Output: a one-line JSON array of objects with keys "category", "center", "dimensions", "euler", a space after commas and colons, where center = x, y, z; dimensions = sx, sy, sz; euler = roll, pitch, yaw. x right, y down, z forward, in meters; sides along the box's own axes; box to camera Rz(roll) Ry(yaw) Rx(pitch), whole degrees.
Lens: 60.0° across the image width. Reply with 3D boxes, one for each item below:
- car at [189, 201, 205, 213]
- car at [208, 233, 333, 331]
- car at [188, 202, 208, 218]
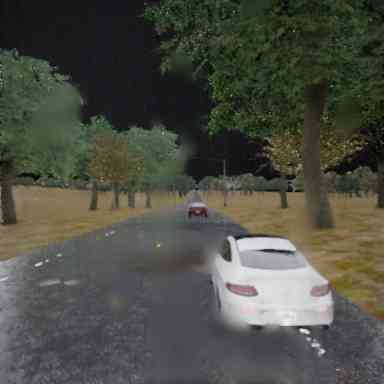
[{"category": "car", "center": [0.705, 2.055, 45.654], "dimensions": [2.128, 1.511, 4.902], "euler": [0, -1, 1]}, {"category": "car", "center": [1.353, 1.597, 6.973], "dimensions": [1.812, 1.442, 4.674], "euler": [0, -1, 1]}, {"category": "car", "center": [0.637, 1.871, 35.585], "dimensions": [1.882, 1.535, 5.008], "euler": [0, -1, 1]}]
